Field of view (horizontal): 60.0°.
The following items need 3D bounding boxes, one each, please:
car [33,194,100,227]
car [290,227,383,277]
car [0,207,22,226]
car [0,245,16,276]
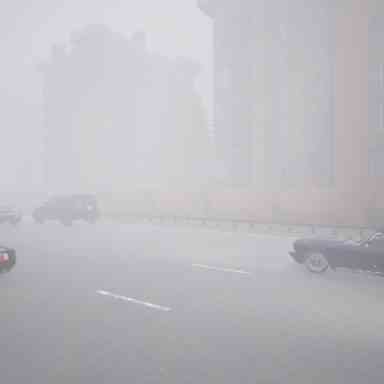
[{"bbox_3d":[-8.799,1.214,23.180,5.566,2.045,2.150,-1,-1,36],"label":"car"},{"bbox_3d":[5.152,1.600,8.917,4.718,1.301,1.895,0,0,36],"label":"car"},{"bbox_3d":[-13.395,1.601,22.164,4.718,1.301,1.895,0,0,36],"label":"car"},{"bbox_3d":[-6.724,1.601,8.796,4.718,1.301,1.895,0,0,36],"label":"car"}]
